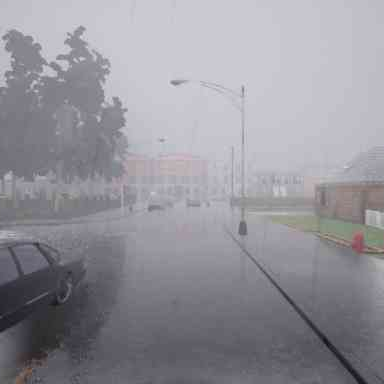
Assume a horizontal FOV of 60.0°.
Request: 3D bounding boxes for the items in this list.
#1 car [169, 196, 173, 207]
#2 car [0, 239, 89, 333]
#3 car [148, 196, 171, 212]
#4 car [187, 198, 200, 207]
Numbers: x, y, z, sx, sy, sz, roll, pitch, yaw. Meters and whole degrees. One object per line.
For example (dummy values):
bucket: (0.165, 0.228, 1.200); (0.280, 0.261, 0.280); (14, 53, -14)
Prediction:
car: (-3.986, 1.352, 49.891); (2.097, 1.767, 4.553); (0, 0, 1)
car: (-3.576, 1.547, 5.389); (2.033, 1.411, 5.357); (0, 0, 8)
car: (-4.035, 1.547, 39.743); (2.033, 1.411, 5.357); (0, 0, 0)
car: (0.180, 1.564, 51.178); (1.994, 1.385, 4.181); (0, 0, 0)
